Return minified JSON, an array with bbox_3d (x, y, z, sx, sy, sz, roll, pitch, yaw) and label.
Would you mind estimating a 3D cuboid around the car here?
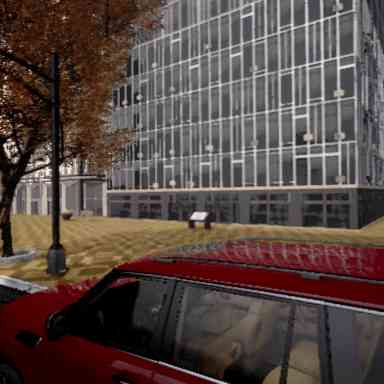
[{"bbox_3d":[0.249,1.331,2.701,5.009,1.841,2.192,-1,-1,35],"label":"car"}]
